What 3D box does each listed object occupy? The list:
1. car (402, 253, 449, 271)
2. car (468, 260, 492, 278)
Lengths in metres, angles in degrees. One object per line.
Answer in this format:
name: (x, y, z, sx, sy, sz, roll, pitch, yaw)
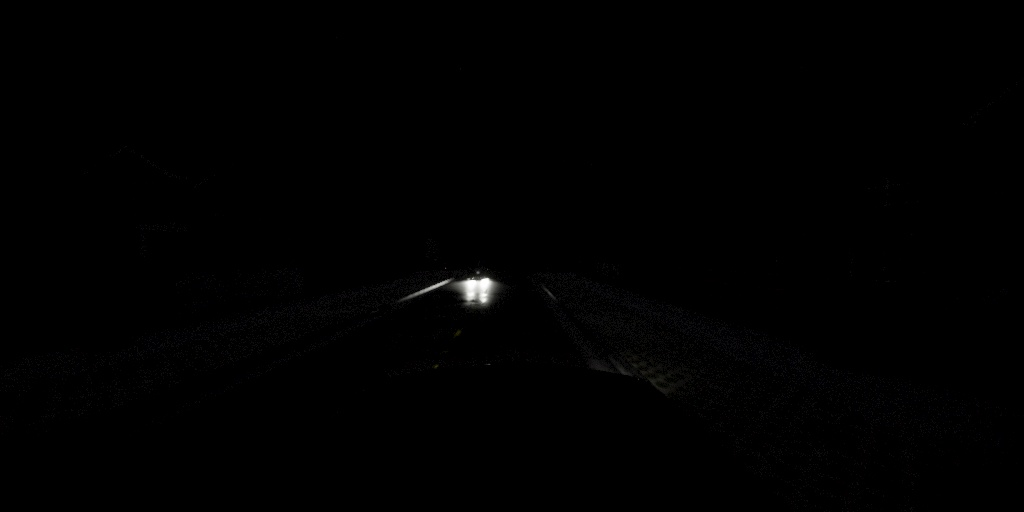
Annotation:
car: (-9.938, 0.772, 41.355, 5.566, 2.045, 2.150, 3, 2, 0)
car: (-2.776, 1.105, 31.970, 2.128, 1.511, 4.902, 0, 0, 0)
